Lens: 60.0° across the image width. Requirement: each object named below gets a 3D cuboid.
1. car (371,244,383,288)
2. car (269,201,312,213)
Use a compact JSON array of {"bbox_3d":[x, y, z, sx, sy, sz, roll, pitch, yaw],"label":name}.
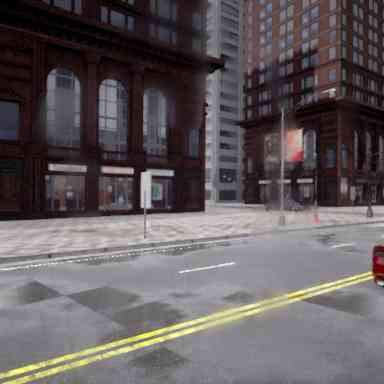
[{"bbox_3d":[6.232,1.486,7.876,5.008,1.535,1.882,0,0,-35],"label":"car"},{"bbox_3d":[11.538,1.732,39.786,2.033,1.411,5.357,1,-1,-35],"label":"car"}]
